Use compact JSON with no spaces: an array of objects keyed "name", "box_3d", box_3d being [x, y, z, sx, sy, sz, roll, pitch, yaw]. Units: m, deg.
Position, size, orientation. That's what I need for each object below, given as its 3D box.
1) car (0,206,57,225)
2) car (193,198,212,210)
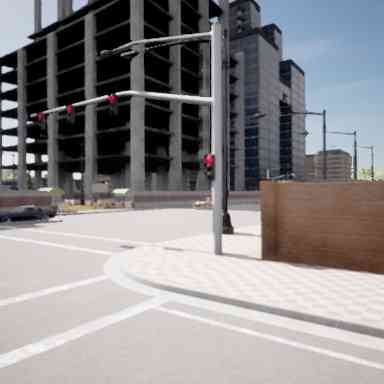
[{"name":"car","box_3d":[-12.858,1.715,25.142,1.895,1.301,4.718,0,0,36]},{"name":"car","box_3d":[2.105,1.585,45.882,1.882,1.535,5.008,0,0,36]}]
